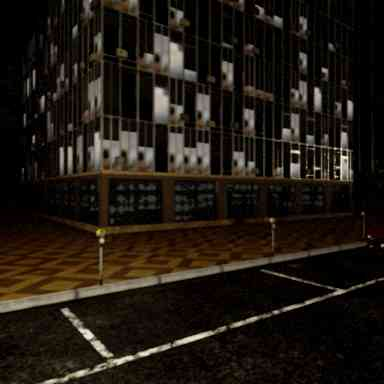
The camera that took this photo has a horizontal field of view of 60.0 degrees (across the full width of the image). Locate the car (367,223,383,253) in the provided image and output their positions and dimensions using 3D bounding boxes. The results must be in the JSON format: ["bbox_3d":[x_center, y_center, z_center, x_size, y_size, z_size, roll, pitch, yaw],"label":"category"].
[{"bbox_3d":[8.332,1.562,12.517,4.507,1.381,1.887,0,0,-36],"label":"car"}]
